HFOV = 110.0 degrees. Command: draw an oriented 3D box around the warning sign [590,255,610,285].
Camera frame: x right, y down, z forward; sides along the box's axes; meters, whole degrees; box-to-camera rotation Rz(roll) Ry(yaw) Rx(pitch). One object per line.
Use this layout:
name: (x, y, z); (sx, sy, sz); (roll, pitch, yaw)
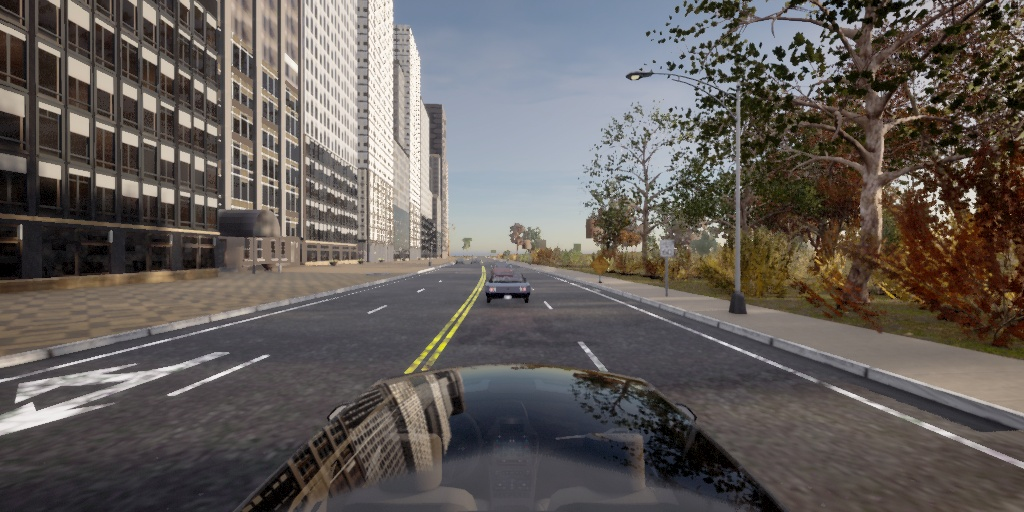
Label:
warning sign: (5.642, 0.856, 22.983); (1.300, 1.860, 1.060); (0, 0, -2)

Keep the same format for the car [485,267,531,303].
car: (-0.228, 1.362, 16.577); (1.895, 1.301, 4.718); (0, 0, -2)

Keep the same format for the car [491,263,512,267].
car: (-0.911, 1.309, 31.580); (1.994, 1.385, 4.181); (0, 0, -3)
